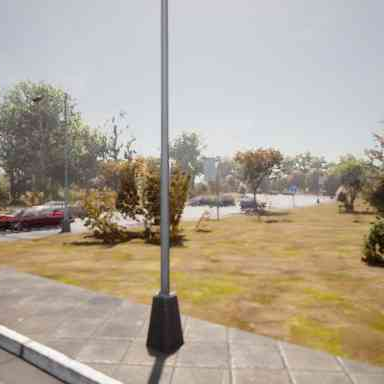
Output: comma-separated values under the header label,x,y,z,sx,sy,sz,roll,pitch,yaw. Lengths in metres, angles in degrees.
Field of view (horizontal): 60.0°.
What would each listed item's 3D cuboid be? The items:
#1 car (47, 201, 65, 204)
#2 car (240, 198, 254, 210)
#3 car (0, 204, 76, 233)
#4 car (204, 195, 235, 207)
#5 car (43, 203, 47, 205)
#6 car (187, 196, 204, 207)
label,x,y,z,sx,sy,sz,roll,pitch,yaw
car,-10.558,1.654,30.414,1.994,1.385,4.181,0,0,39
car,7.760,1.454,41.840,1.812,1.442,4.674,0,1,39
car,-9.660,1.668,20.213,1.895,1.301,4.718,0,0,39
car,4.374,1.253,48.923,2.097,1.767,4.553,0,1,39
car,-13.529,1.628,32.306,1.812,1.442,4.674,0,0,39
car,1.255,1.416,50.625,2.128,1.511,4.902,0,1,39
